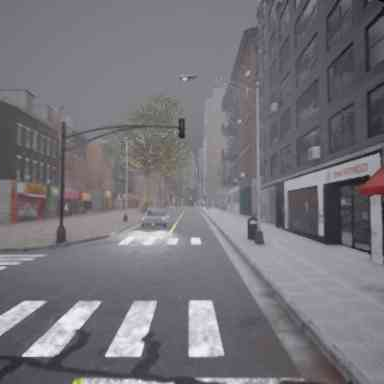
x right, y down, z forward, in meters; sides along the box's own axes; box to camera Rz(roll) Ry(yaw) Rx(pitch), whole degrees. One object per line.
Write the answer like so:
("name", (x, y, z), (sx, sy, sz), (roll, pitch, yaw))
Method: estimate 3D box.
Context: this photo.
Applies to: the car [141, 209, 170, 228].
("car", (-2.750, 2.021, 25.820), (1.895, 1.301, 4.718), (0, -1, 0))
